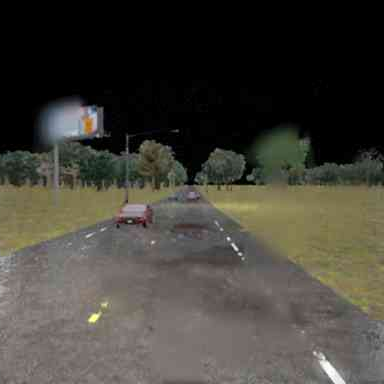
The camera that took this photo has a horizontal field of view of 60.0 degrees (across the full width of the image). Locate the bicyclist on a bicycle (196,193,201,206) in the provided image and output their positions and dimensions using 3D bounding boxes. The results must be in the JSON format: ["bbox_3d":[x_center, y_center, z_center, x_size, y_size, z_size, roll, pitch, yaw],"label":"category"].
[{"bbox_3d":[0.943,1.185,47.183,0.659,1.776,1.843,0,1,0],"label":"bicyclist on a bicycle"}]

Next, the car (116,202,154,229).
[{"bbox_3d":[-3.607,1.441,21.754,1.882,1.535,5.008,0,0,0],"label":"car"}]

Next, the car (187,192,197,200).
[{"bbox_3d":[-0.023,0.966,69.796,1.994,1.385,4.181,0,1,0],"label":"car"}]

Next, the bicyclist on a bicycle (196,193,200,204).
[{"bbox_3d":[0.940,1.044,56.165,0.659,1.776,1.843,0,1,0],"label":"bicyclist on a bicycle"}]

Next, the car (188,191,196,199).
[{"bbox_3d":[-0.027,0.693,79.770,1.882,1.535,5.008,0,1,0],"label":"car"}]

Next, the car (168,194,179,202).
[{"bbox_3d":[-3.533,1.085,63.462,2.033,1.411,5.357,0,1,0],"label":"car"}]
